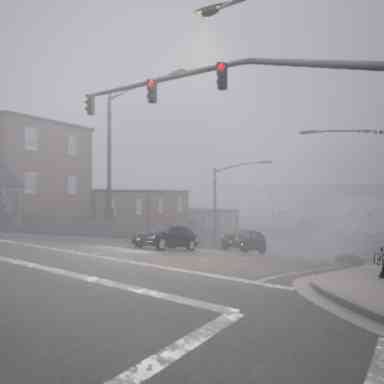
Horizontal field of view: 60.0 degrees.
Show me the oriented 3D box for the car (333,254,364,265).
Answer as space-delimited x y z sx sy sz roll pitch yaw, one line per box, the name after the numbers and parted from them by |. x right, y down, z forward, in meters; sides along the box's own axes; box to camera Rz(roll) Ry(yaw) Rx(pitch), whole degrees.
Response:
21.398 9.554 45.469 5.566 2.045 2.150 -1 1 -41 | car

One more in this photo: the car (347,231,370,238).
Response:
38.378 9.768 76.676 4.536 1.218 1.853 0 0 -2 | car

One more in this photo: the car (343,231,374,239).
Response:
38.325 9.926 76.673 4.974 1.542 2.038 0 0 -2 | car

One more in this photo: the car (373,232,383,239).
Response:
43.170 9.766 74.327 1.853 1.218 4.536 0 0 -27 | car

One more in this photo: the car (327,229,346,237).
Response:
34.513 9.774 79.330 1.853 1.218 4.536 0 0 -12 | car

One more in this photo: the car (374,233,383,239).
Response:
43.193 9.924 74.280 2.038 1.542 4.974 0 0 -27 | car

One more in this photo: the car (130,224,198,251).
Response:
-1.490 2.663 19.758 1.837 1.490 4.892 0 -9 35 | car

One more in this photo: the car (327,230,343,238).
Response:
34.524 9.932 79.278 2.038 1.542 4.974 0 0 -12 | car

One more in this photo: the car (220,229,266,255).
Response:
4.565 4.223 28.547 2.150 2.045 5.566 0 -13 34 | car

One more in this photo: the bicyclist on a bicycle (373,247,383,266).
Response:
11.078 3.364 18.612 1.656 1.620 0.582 0 -8 35 | bicyclist on a bicycle
